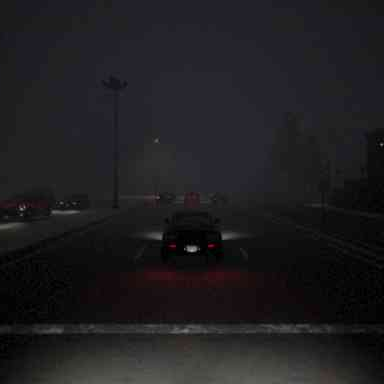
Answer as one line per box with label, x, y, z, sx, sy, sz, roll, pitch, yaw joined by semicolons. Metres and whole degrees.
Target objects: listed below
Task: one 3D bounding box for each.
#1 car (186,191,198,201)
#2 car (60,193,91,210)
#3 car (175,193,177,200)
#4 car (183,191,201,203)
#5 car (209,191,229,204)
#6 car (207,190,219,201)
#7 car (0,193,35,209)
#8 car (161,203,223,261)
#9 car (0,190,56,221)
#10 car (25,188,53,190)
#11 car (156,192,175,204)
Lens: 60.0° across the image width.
car;0.003;0.573;52.298;1.837;1.490;4.892;0;1;0
car;-11.498;0.914;33.066;1.837;1.490;4.892;0;1;0
car;-3.497;0.632;52.299;1.994;1.385;4.181;0;1;0
car;0.002;0.758;41.879;1.837;1.490;4.892;0;1;0
car;3.502;0.846;42.327;1.895;1.301;4.718;0;1;0
car;3.503;0.420;52.265;2.097;1.767;4.553;0;1;0
car;-18.498;0.882;34.877;1.837;1.490;4.892;0;1;0
car;0.000;1.323;11.274;1.812;1.442;4.674;0;1;0
car;-11.504;0.942;22.890;2.097;1.767;4.553;0;1;0
car;-14.998;0.653;31.814;2.150;2.045;5.566;0;1;0
car;-3.498;0.771;42.296;1.812;1.442;4.674;0;1;0
